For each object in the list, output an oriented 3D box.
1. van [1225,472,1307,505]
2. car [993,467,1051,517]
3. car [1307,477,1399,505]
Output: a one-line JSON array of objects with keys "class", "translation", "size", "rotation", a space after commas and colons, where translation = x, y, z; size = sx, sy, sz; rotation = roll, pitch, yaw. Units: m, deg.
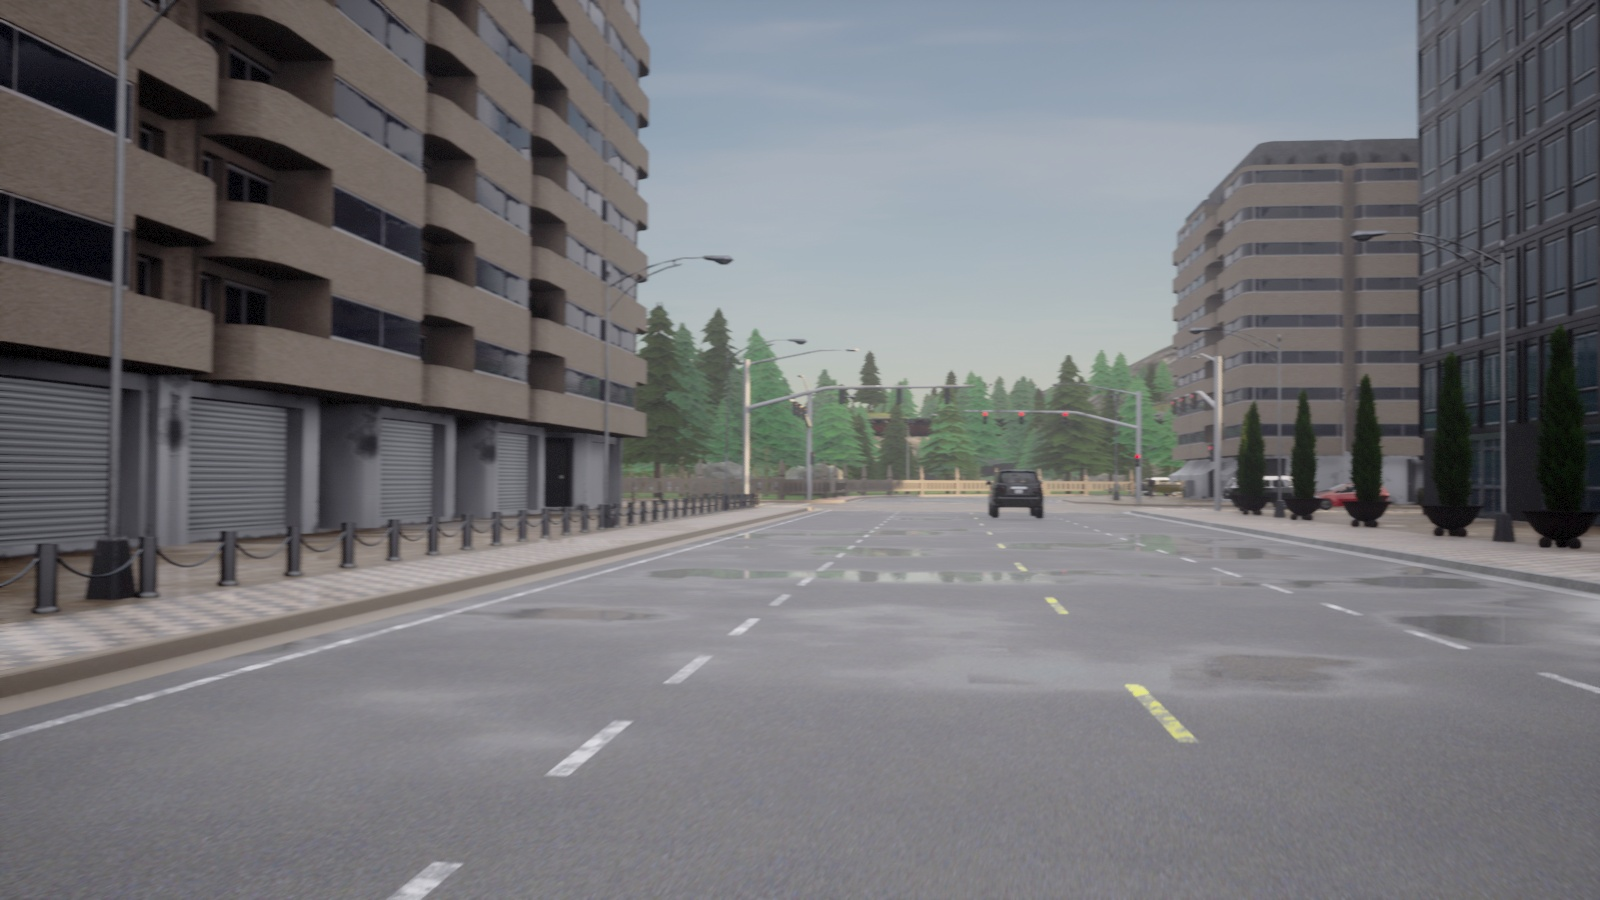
[{"class": "van", "translation": [29.508, 2.444, 79.568], "size": [4.480, 2.038, 2.069], "rotation": [-1, -1, 6]}, {"class": "car", "translation": [9.517, 1.799, 54.297], "size": [2.150, 2.045, 5.566], "rotation": [0, -1, 7]}, {"class": "car", "translation": [33.263, 2.475, 75.628], "size": [4.611, 1.667, 2.242], "rotation": [0, -1, 7]}]
